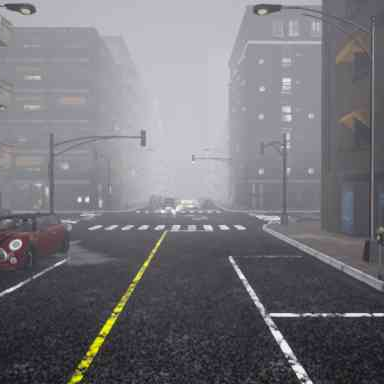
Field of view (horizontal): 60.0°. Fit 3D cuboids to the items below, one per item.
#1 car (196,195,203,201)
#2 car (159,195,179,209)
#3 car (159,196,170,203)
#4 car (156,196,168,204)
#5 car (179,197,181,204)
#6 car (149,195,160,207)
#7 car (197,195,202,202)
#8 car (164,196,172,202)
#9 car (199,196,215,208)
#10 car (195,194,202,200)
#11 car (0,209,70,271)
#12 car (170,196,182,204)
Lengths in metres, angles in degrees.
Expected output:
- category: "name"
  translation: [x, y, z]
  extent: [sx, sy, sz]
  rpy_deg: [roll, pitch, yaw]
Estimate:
- category: "car"
  translation: [2.041, 1.635, 91.438]
  extent: [1.802, 1.307, 4.206]
  rpy_deg: [-1, 0, 0]
- category: "car"
  translation: [-3.099, 1.536, 45.827]
  extent: [1.837, 1.490, 4.892]
  rpy_deg: [0, 0, 0]
- category: "car"
  translation: [-5.714, 1.626, 69.291]
  extent: [1.802, 1.307, 4.206]
  rpy_deg: [-1, 0, 0]
- category: "car"
  translation: [-5.683, 1.566, 63.583]
  extent: [1.752, 1.417, 4.829]
  rpy_deg: [-1, 0, 0]
- category: "car"
  translation: [-3.152, 1.638, 55.927]
  extent: [1.895, 1.301, 4.718]
  rpy_deg: [0, 0, 0]
- category: "car"
  translation: [-5.624, 1.350, 52.679]
  extent: [2.192, 1.841, 5.009]
  rpy_deg: [-1, 0, 0]
- category: "car"
  translation: [2.259, 1.586, 52.664]
  extent: [2.008, 1.369, 4.403]
  rpy_deg: [-1, 0, 0]
- category: "car"
  translation: [-5.777, 1.631, 80.364]
  extent: [1.802, 1.307, 4.206]
  rpy_deg: [-1, 0, 0]
- category: "car"
  translation: [2.291, 1.614, 47.125]
  extent: [1.802, 1.307, 4.206]
  rpy_deg: [-1, 0, 0]
- category: "car"
  translation: [2.134, 1.591, 74.821]
  extent: [1.887, 1.381, 4.507]
  rpy_deg: [-1, 0, 0]
- category: "car"
  translation: [-5.516, 1.448, 10.701]
  extent: [1.967, 1.590, 4.097]
  rpy_deg: [-1, 0, 0]
- category: "car"
  translation: [-3.148, 1.590, 66.578]
  extent: [2.033, 1.411, 5.357]
  rpy_deg: [0, 0, 1]
